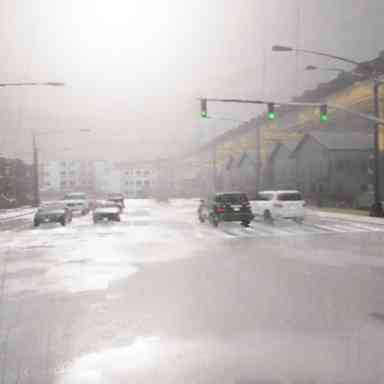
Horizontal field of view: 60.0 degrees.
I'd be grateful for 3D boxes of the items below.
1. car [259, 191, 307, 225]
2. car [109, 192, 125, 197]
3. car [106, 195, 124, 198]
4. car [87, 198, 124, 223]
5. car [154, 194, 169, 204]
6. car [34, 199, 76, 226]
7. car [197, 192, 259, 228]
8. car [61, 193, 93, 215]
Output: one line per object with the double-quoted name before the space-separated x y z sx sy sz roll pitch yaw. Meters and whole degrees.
"car" 5.238 0.945 21.570 2.150 2.045 5.566 -1 0 -11
"car" -10.260 1.009 44.547 2.150 2.045 5.566 -1 0 -11
"car" -8.156 1.366 34.144 1.812 1.442 4.674 -1 0 -11
"car" -6.370 1.435 25.040 2.033 1.411 5.357 -1 0 -12
"car" -4.969 1.124 53.947 1.837 1.490 4.892 -1 0 -13
"car" -9.553 1.483 23.148 1.812 1.442 4.674 -1 1 -11
"car" 1.863 1.010 20.547 2.150 2.045 5.566 -1 0 -11
"car" -11.429 1.129 32.629 2.150 2.045 5.566 -1 0 -11
